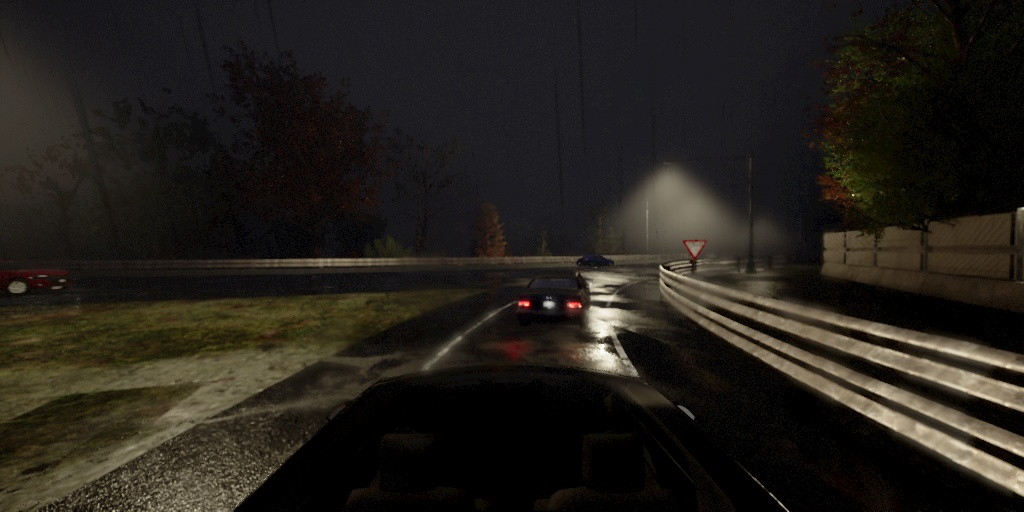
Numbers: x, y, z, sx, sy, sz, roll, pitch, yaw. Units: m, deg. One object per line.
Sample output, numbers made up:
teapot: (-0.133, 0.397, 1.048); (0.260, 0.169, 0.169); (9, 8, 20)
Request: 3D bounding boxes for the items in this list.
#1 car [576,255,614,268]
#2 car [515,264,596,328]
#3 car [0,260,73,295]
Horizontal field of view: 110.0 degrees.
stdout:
car: (9.122, 0.574, 39.243); (4.674, 1.442, 1.812); (-1, 1, -32)
car: (1.418, 1.143, 10.856); (2.033, 1.411, 5.357); (0, 1, 13)
car: (-24.097, 0.926, 16.755); (5.008, 1.535, 1.882); (0, 1, -12)
